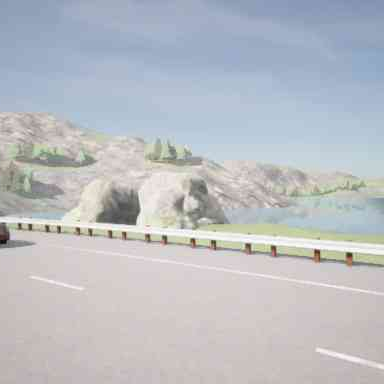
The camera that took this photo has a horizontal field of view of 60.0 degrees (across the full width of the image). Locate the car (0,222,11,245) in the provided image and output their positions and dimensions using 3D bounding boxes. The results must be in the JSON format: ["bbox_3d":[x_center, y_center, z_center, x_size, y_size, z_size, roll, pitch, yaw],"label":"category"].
[{"bbox_3d":[-9.764,1.573,14.292,4.181,1.385,1.994,0,0,31],"label":"car"}]
